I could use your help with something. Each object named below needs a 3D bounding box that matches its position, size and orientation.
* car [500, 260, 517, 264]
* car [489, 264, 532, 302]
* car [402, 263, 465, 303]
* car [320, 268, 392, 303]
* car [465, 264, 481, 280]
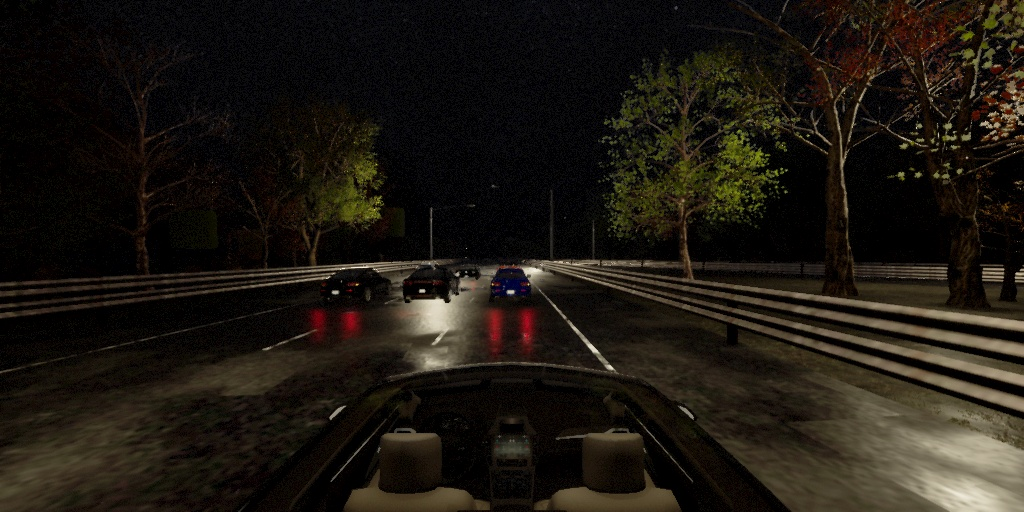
[{"bbox_3d":[-0.299,1.128,31.745,2.097,1.767,4.553,0,0,-1],"label":"car"},{"bbox_3d":[-0.075,1.285,16.690,1.812,1.442,4.674,0,0,-1],"label":"car"},{"bbox_3d":[-3.576,1.237,16.655,1.882,1.535,5.008,0,0,-1],"label":"car"},{"bbox_3d":[-7.075,1.286,16.620,1.812,1.442,4.674,0,0,-1],"label":"car"},{"bbox_3d":[-3.799,1.379,31.736,1.895,1.301,4.718,0,0,-1],"label":"car"}]
